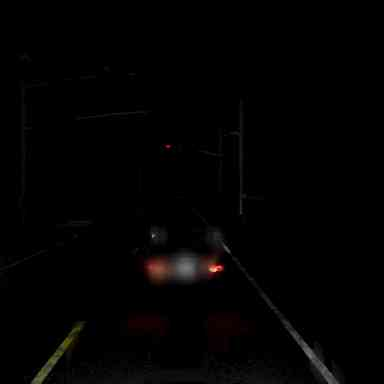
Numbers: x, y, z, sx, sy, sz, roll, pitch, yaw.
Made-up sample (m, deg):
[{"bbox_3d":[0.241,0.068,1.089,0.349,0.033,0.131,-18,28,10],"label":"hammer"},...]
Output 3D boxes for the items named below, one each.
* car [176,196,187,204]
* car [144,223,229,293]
[{"bbox_3d":[-1.980,1.525,63.454,1.812,1.442,4.674,0,0,-2],"label":"car"},{"bbox_3d":[-0.175,1.547,8.984,2.033,1.411,5.357,0,0,-1],"label":"car"}]
